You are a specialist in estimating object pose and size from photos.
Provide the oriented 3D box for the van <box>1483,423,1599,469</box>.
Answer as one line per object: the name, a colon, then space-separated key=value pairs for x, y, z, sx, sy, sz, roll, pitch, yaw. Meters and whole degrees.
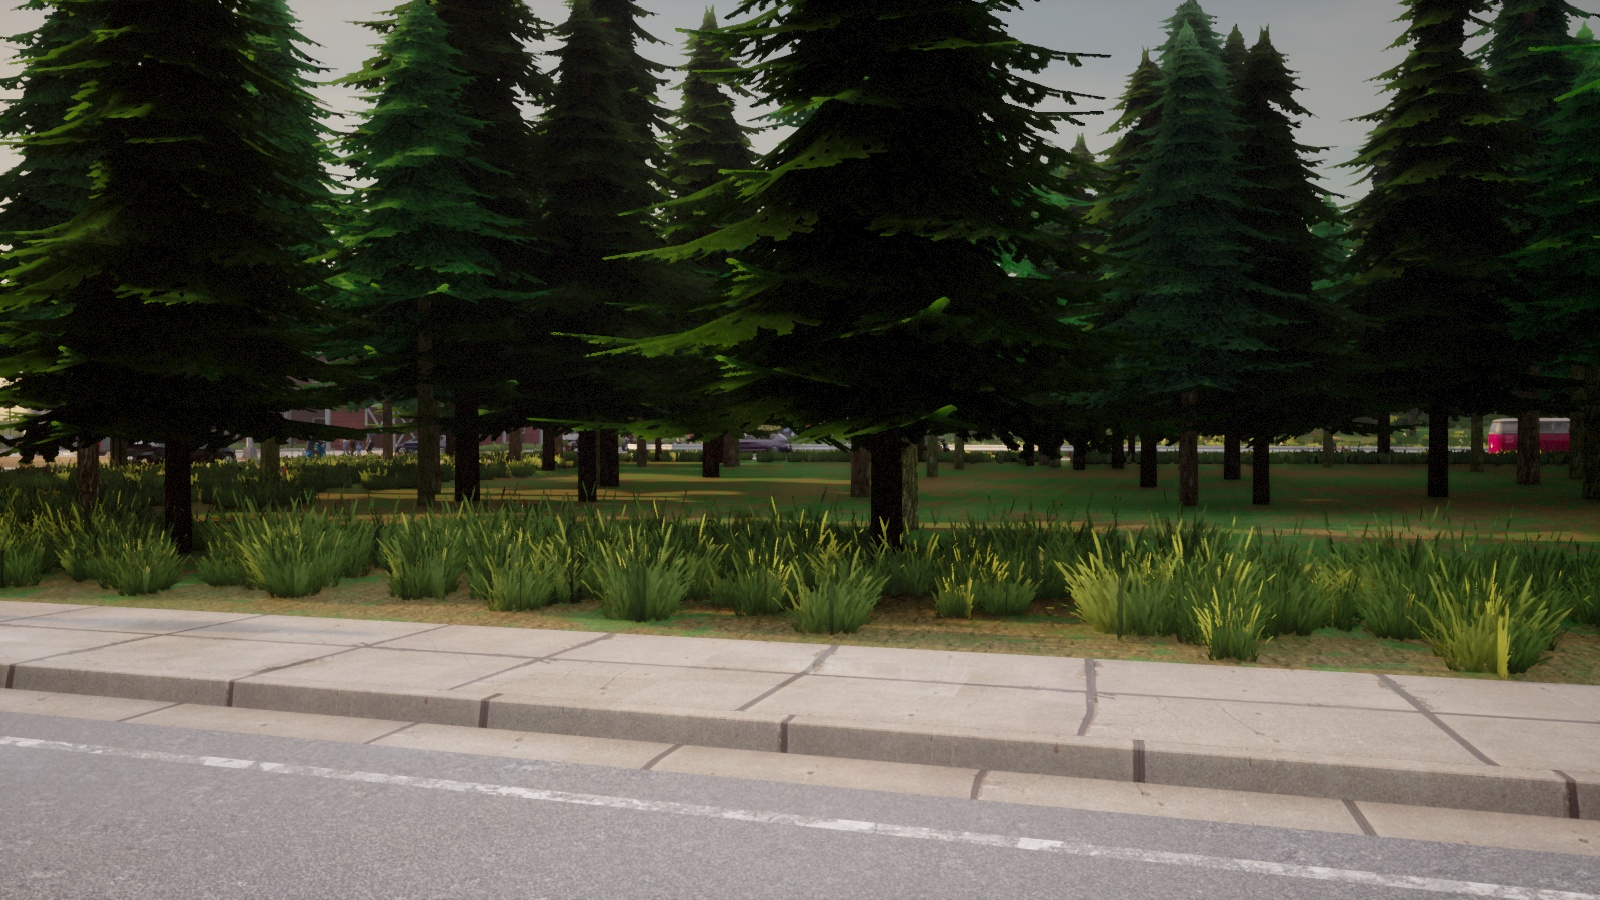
van: x=33.020 y=-0.189 z=55.749 sx=4.442 sy=1.987 sz=1.775 roll=1 pitch=1 yaw=19

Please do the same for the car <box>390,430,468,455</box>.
car: x=-22.559 y=-0.461 z=76.404 sx=4.193 sy=1.474 sz=1.816 roll=1 pitch=1 yaw=16

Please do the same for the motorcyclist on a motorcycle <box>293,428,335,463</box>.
motorcyclist on a motorcycle: x=-22.386 y=-0.204 z=57.883 sx=0.866 sy=1.590 sz=1.817 roll=1 pitch=1 yaw=17

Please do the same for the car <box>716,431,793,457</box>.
car: x=-2.703 y=-0.358 z=74.219 sx=4.193 sy=1.474 sz=1.816 roll=0 pitch=1 yaw=17

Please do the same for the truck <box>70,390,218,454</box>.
truck: x=-40.800 y=-1.746 z=78.091 sx=8.468 sy=3.827 sz=2.891 roll=0 pitch=1 yaw=16

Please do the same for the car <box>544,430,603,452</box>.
car: x=-16.113 y=-0.642 z=89.604 sx=2.163 sy=1.488 sz=4.792 roll=1 pitch=1 yaw=17

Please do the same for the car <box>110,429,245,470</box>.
car: x=-24.790 y=-0.066 z=50.212 sx=1.882 sy=1.535 sz=5.008 roll=1 pitch=1 yaw=17
